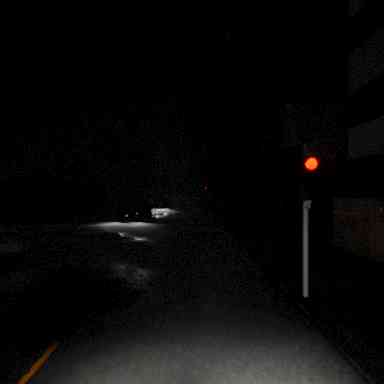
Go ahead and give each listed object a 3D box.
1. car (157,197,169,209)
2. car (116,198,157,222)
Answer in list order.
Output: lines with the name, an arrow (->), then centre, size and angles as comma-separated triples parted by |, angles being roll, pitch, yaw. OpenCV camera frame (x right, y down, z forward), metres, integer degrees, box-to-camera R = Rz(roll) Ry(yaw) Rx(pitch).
car -> -4.091, 1.400, 44.867 | 2.128, 1.511, 4.902 | 0, 0, 0
car -> -4.426, 1.451, 26.270 | 1.837, 1.490, 4.892 | 1, 0, 6
